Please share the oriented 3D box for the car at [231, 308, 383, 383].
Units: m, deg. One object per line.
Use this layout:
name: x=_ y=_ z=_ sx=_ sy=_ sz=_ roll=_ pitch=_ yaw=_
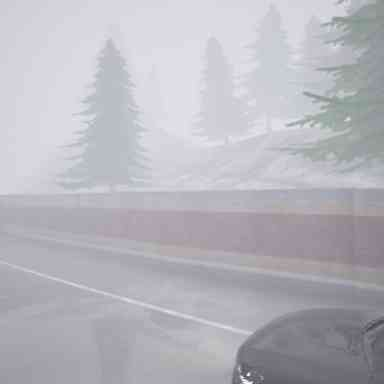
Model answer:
car: x=2.602 y=1.505 z=2.196 sx=4.892 sy=1.490 sz=1.837 roll=-1 pitch=0 yaw=35
